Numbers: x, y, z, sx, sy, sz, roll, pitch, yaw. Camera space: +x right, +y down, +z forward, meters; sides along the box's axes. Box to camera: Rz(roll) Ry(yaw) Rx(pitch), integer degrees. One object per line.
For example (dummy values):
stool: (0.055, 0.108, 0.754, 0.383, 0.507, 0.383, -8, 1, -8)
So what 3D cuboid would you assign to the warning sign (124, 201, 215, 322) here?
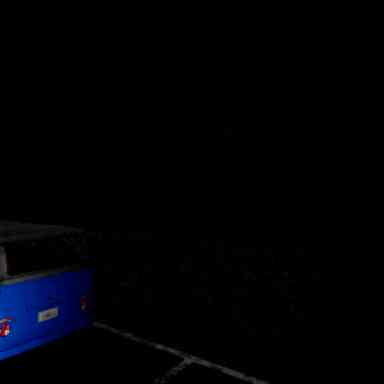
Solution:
warning sign: (-0.379, 1.113, 6.063, 1.060, 1.860, 1.300, 0, 0, 36)

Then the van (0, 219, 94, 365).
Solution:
van: (-3.352, 1.337, 5.357, 3.998, 1.788, 1.690, 0, 0, 36)
